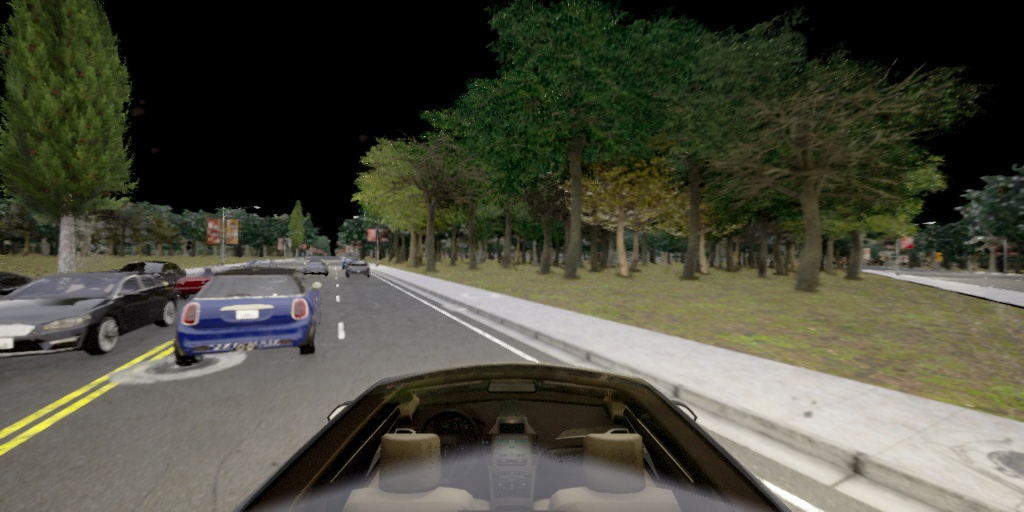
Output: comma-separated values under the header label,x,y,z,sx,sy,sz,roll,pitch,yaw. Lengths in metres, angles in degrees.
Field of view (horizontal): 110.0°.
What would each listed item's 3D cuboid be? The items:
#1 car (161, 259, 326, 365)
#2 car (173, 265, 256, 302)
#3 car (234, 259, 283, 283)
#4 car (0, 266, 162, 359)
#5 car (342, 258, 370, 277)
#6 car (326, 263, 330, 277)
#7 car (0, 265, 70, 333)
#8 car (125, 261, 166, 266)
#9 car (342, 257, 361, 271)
label,x,y,z,sx,sy,sz,roll,pitch,yaw
car,-5.548,1.021,8.157,2.097,1.767,4.553,1,0,-26
car,-13.579,1.158,16.693,1.895,1.301,4.718,1,0,-26
car,-18.042,0.988,25.784,2.128,1.511,4.902,1,0,-26
car,-9.233,1.112,7.855,2.128,1.511,4.902,1,0,-26
car,-13.543,1.048,31.428,2.128,1.511,4.902,1,0,-26
car,-17.101,1.075,31.325,1.994,1.385,4.181,1,0,-26
car,-12.962,1.048,8.067,1.882,1.535,5.008,1,0,-26
car,-17.512,1.010,17.326,1.837,1.490,4.892,1,0,-26
car,-19.879,0.960,44.317,1.882,1.535,5.008,1,0,-26
